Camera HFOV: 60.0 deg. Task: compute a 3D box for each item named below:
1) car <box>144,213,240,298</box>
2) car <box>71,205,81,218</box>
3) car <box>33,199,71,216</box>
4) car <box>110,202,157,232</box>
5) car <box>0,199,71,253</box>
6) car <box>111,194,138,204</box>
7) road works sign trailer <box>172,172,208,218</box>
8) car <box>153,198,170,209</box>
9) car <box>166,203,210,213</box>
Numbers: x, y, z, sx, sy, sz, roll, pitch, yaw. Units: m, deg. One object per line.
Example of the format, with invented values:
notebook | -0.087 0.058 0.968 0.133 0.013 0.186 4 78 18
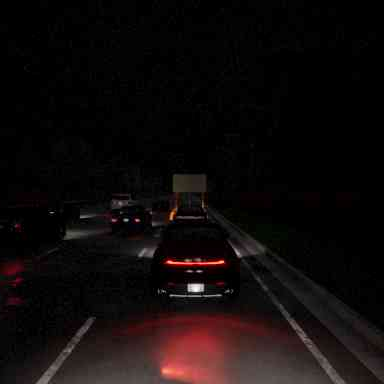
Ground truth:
car | 0.053 1.505 8.506 1.837 1.490 4.892 0 0 0
car | -10.591 1.564 27.072 1.994 1.385 4.181 0 0 0
car | -14.147 1.506 33.958 1.837 1.490 4.892 0 0 0
car | -3.534 1.547 20.045 2.033 1.411 5.357 0 0 -1
car | -6.988 1.351 13.786 2.097 1.767 4.553 0 0 0
car | -7.164 1.222 35.834 2.150 2.045 5.566 0 0 0
road works sign trailer | -0.171 0.464 22.763 2.380 3.560 2.880 0 0 -3
car | -3.698 1.478 40.212 1.882 1.535 5.008 0 0 0
car | -0.049 1.488 18.892 2.128 1.511 4.902 0 0 1
